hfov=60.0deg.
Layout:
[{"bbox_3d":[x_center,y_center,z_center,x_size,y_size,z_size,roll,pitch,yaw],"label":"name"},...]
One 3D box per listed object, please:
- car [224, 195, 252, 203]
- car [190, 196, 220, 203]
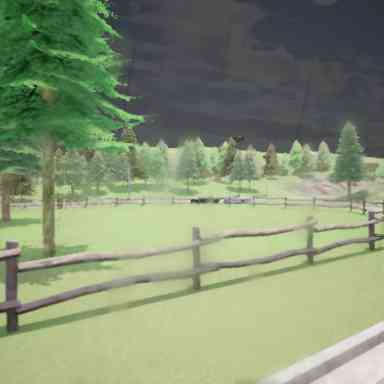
[{"bbox_3d":[7.523,1.182,54.722,4.674,1.442,1.812,0,0,24],"label":"car"},{"bbox_3d":[2.078,1.302,53.760,4.718,1.301,1.895,0,0,19],"label":"car"}]
